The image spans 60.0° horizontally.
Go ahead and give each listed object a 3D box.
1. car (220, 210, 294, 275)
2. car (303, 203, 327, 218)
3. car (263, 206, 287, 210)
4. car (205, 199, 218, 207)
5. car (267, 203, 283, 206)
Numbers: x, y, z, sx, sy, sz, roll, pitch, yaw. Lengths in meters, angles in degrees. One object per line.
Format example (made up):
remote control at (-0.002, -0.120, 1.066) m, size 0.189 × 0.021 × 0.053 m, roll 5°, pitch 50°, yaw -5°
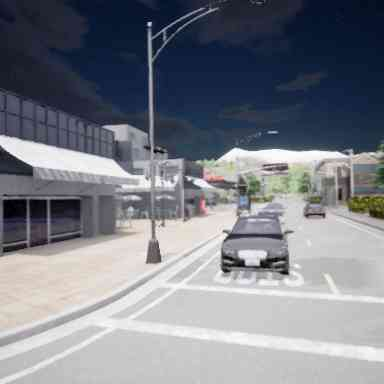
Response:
car at (2.136, 1.512, 10.607) m, size 2.128 × 1.511 × 4.902 m, roll -2°, pitch -1°, yaw 15°
car at (12.057, 1.786, 32.791) m, size 2.033 × 1.411 × 5.357 m, roll -2°, pitch -1°, yaw 15°
car at (4.825, 1.753, 20.394) m, size 1.895 × 1.301 × 4.718 m, roll -2°, pitch -1°, yaw 15°
car at (4.876, 2.759, 78.505) m, size 2.007 × 1.523 × 4.514 m, roll -1°, pitch -1°, yaw 15°
car at (7.536, 1.762, 30.225) m, size 1.882 × 1.535 × 5.008 m, roll -2°, pitch -1°, yaw 15°
